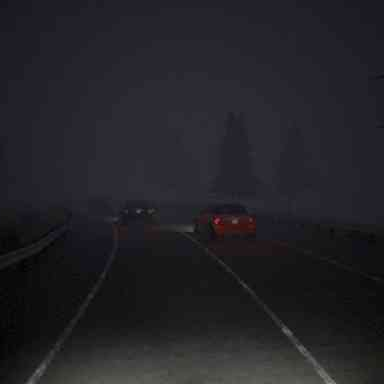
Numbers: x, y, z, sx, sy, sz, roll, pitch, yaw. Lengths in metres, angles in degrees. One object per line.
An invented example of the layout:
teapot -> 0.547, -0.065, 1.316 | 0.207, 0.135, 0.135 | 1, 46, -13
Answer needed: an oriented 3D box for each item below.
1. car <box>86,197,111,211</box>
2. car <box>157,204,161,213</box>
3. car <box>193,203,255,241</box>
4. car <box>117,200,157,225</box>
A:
car -> -11.191, 1.330, 39.654 | 2.097, 1.767, 4.553 | 0, 0, -30
car -> -4.897, 1.565, 35.425 | 1.895, 1.301, 4.718 | 0, 0, -25
car -> 1.450, 1.323, 16.676 | 2.097, 1.767, 4.553 | 0, 0, -12
car -> -4.201, 1.332, 24.165 | 2.097, 1.767, 4.553 | 0, 0, -17
